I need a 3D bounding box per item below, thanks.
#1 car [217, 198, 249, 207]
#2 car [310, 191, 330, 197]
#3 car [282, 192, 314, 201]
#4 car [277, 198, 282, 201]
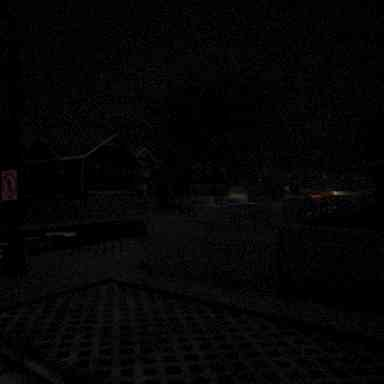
[{"bbox_3d":[4.288,1.316,33.858,1.812,1.442,4.674,0,1,34],"label":"car"},{"bbox_3d":[19.413,0.827,50.483,2.150,2.045,5.566,0,1,38],"label":"car"},{"bbox_3d":[13.559,1.170,42.325,1.882,1.535,5.008,0,0,35],"label":"car"},{"bbox_3d":[14.062,1.107,47.934,2.033,1.411,5.357,0,1,36],"label":"car"}]
